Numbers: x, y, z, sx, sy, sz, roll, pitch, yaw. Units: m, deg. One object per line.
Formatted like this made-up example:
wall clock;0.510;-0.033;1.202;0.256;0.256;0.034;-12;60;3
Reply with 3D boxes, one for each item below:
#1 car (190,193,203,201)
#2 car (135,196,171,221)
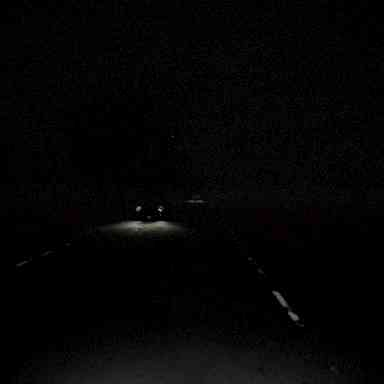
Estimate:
car;0.969;1.007;65.295;1.812;1.442;4.674;0;0;8
car;-2.852;1.144;25.059;2.097;1.767;4.553;0;0;3
